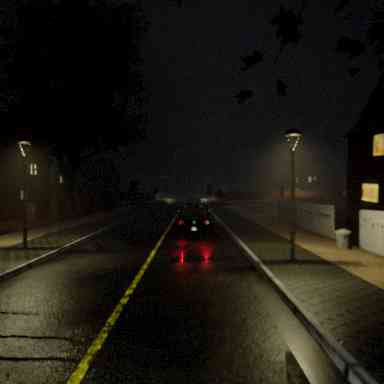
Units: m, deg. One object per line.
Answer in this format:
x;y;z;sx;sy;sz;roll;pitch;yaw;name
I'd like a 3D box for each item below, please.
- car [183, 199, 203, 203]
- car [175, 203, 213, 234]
0.103;1.358;31.269;1.994;1.385;4.181;0;0;0;car
0.104;1.471;18.133;1.895;1.301;4.718;0;0;0;car
